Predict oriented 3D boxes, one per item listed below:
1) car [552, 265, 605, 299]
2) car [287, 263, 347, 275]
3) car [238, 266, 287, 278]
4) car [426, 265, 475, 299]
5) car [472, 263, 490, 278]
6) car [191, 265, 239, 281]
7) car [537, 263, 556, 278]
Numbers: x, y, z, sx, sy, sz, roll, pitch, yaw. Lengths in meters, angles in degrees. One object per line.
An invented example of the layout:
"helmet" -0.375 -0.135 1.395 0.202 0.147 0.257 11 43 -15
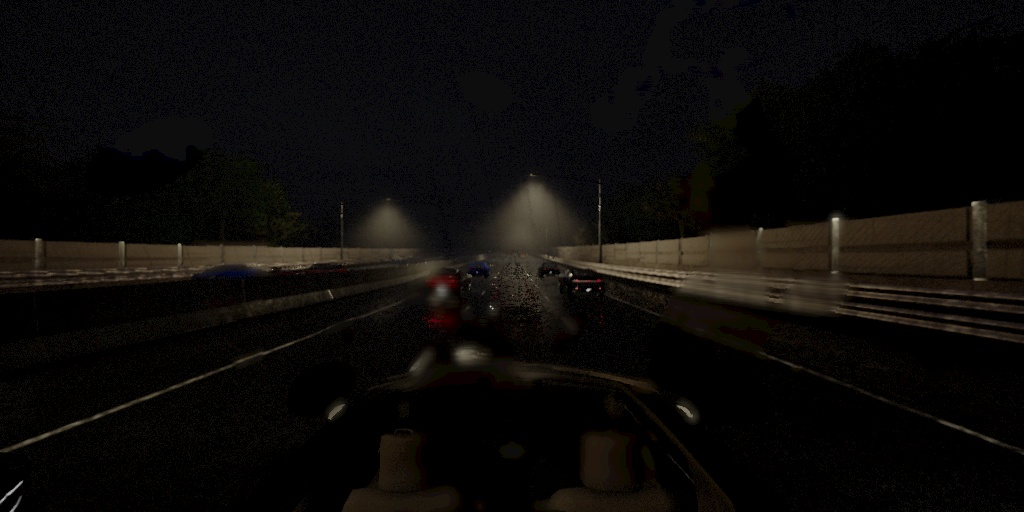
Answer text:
"car" 3.640 1.418 19.415 2.128 1.511 4.902 0 0 0
"car" -14.037 1.306 26.625 2.097 1.767 4.553 0 0 0
"car" -17.538 1.518 26.557 1.994 1.385 4.181 0 0 0
"car" -3.358 1.432 19.650 1.837 1.490 4.892 0 -1 0
"car" -3.314 1.406 36.632 1.882 1.535 5.008 0 0 0
"car" -21.038 1.431 26.589 1.882 1.535 5.008 0 0 0
"car" 3.686 1.407 36.598 1.882 1.535 5.008 0 0 0
